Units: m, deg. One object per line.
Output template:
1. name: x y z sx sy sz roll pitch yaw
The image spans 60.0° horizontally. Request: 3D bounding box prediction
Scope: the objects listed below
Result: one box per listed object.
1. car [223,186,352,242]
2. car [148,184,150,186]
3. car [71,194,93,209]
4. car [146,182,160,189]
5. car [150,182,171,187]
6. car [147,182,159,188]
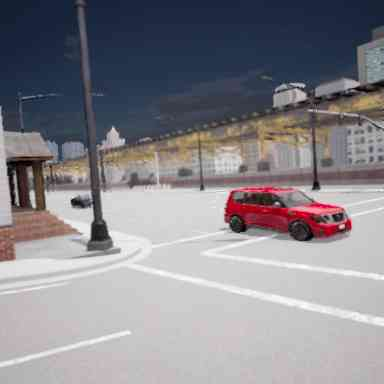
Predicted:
1. car: 3.680 0.838 14.051 2.150 2.045 5.566 -7 5 -36
2. car: -7.321 -1.747 81.617 4.974 1.542 2.038 -3 3 19
3. car: -11.459 0.976 35.573 2.033 1.411 5.357 -6 4 -35
4. car: -9.976 -1.749 85.383 2.038 1.542 4.974 -4 3 9
5. car: -7.283 -1.906 81.592 4.536 1.218 1.853 -3 3 19
6. car: -9.980 -1.909 85.427 1.853 1.218 4.536 -4 3 9
